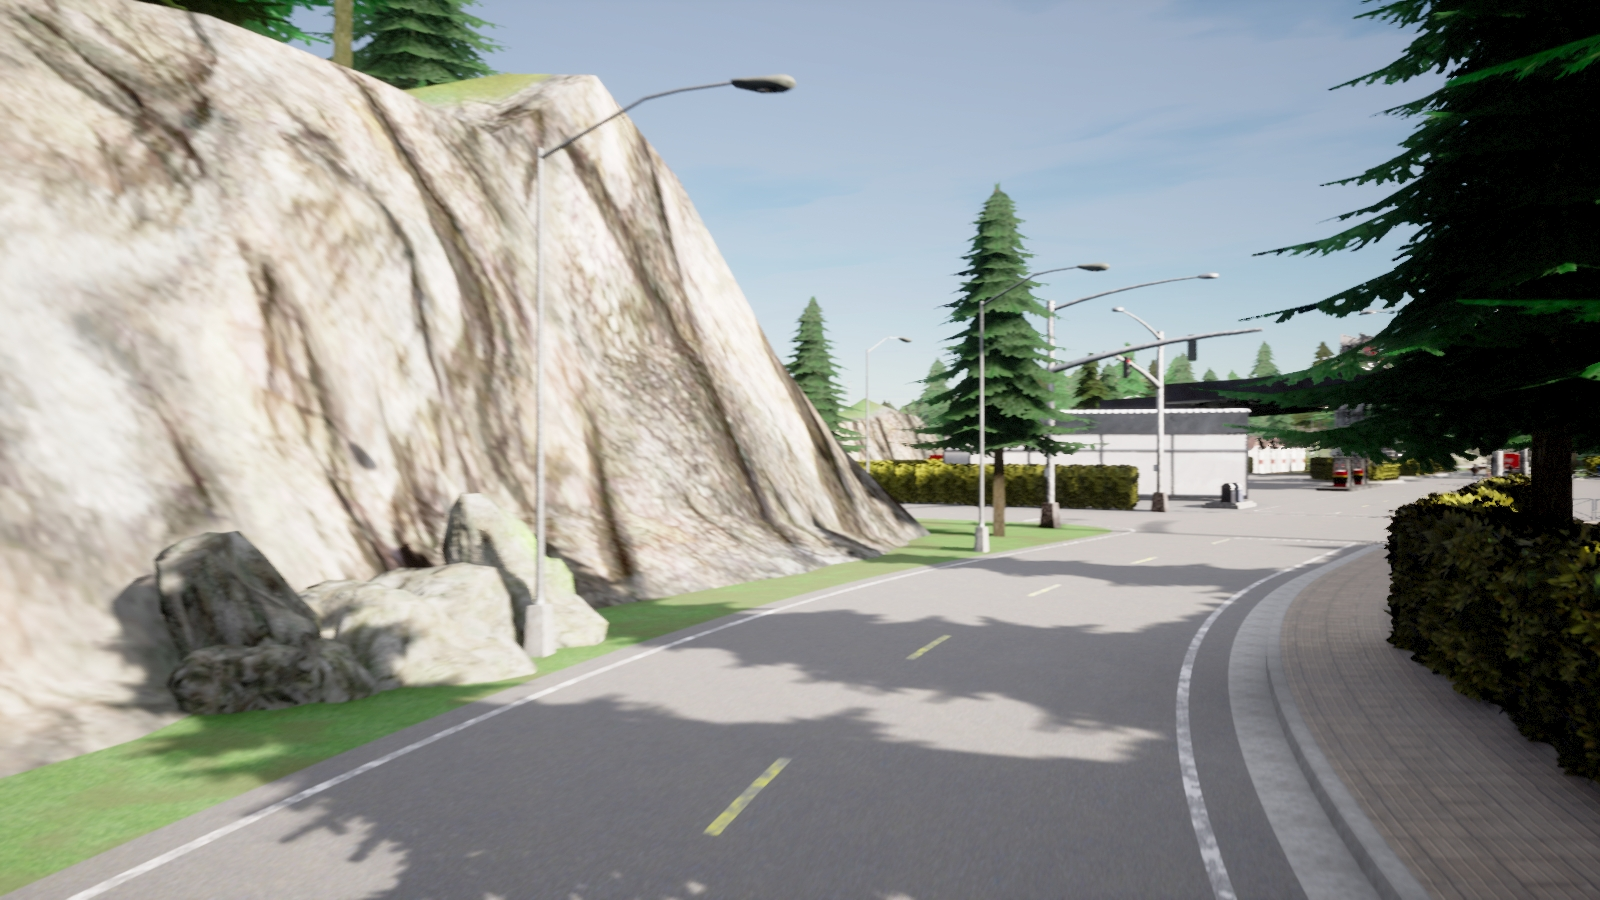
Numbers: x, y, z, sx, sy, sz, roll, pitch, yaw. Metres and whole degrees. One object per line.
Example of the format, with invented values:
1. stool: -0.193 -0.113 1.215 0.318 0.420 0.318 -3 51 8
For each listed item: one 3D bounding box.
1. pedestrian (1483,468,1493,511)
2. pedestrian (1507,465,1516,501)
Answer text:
1. pedestrian: 30.055 1.715 49.913 0.375 1.860 0.375 0 0 28
2. pedestrian: 37.138 1.719 59.673 0.375 1.860 0.375 0 0 36
